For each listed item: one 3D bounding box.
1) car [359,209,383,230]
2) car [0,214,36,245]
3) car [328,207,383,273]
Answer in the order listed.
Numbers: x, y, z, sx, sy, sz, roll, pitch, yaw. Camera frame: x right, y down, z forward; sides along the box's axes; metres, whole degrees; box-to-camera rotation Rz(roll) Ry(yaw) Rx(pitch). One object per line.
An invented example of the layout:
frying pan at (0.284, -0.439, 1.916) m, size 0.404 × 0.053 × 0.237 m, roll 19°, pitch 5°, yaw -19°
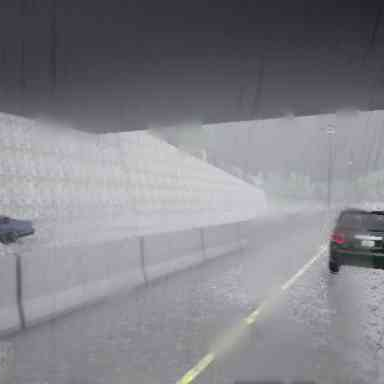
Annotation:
car at (15.641, 2.337, 28.801) m, size 1.837 × 1.490 × 4.892 m, roll 1°, pitch -1°, yaw 29°
car at (-9.074, 1.484, 13.318) m, size 2.033 × 1.411 × 5.357 m, roll 1°, pitch -1°, yaw 29°
car at (6.031, 1.546, 11.306) m, size 2.150 × 2.045 × 5.566 m, roll 1°, pitch -1°, yaw 29°
